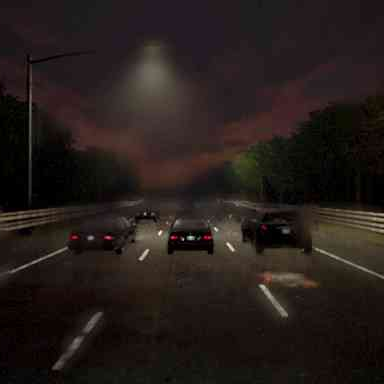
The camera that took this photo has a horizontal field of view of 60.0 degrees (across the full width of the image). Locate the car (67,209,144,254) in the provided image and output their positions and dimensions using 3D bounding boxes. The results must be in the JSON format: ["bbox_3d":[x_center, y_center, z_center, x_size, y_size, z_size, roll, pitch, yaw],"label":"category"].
[{"bbox_3d":[-3.568,1.681,14.144,2.033,1.411,5.357,0,-1,-1],"label":"car"}]

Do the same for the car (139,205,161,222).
[{"bbox_3d":[-3.828,1.847,29.166,2.033,1.411,5.357,0,-1,-1],"label":"car"}]

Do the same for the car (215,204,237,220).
[{"bbox_3d":[3.168,1.813,29.627,1.837,1.490,4.892,0,0,-1],"label":"car"}]

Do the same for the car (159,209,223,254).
[{"bbox_3d":[-0.069,1.681,14.183,2.033,1.411,5.357,0,-1,-1],"label":"car"}]

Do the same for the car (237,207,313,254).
[{"bbox_3d":[3.432,1.485,14.305,2.097,1.767,4.553,0,-1,-1],"label":"car"}]

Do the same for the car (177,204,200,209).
[{"bbox_3d":[-0.334,1.785,29.732,1.882,1.535,5.008,0,-1,-1],"label":"car"}]
